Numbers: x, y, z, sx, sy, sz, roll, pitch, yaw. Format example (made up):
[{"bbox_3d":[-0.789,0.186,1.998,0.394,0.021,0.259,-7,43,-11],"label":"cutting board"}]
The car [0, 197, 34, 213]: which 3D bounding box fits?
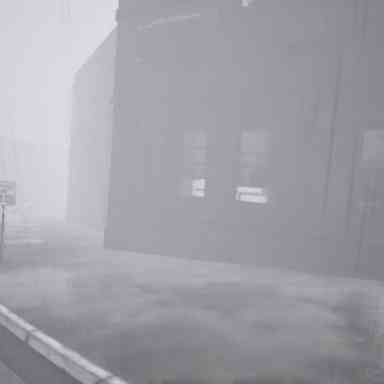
[{"bbox_3d":[-23.273,1.657,44.102,2.150,2.045,5.566,4,-2,4],"label":"car"}]
